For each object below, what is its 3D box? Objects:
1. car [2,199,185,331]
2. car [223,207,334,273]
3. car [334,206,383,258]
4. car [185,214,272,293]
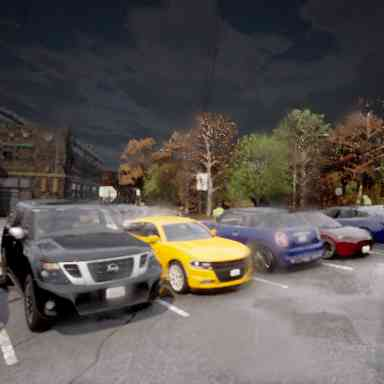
[{"bbox_3d":[-2.791,1.213,7.421,2.435,2.045,5.566,-1,0,-36],"label":"car"},{"bbox_3d":[1.747,1.266,10.656,2.185,1.767,4.553,-1,1,-36],"label":"car"},{"bbox_3d":[4.015,1.373,12.277,2.163,1.488,4.792,-1,1,-36],"label":"car"},{"bbox_3d":[-0.535,1.432,9.072,2.097,1.535,5.008,-1,0,-36],"label":"car"}]
